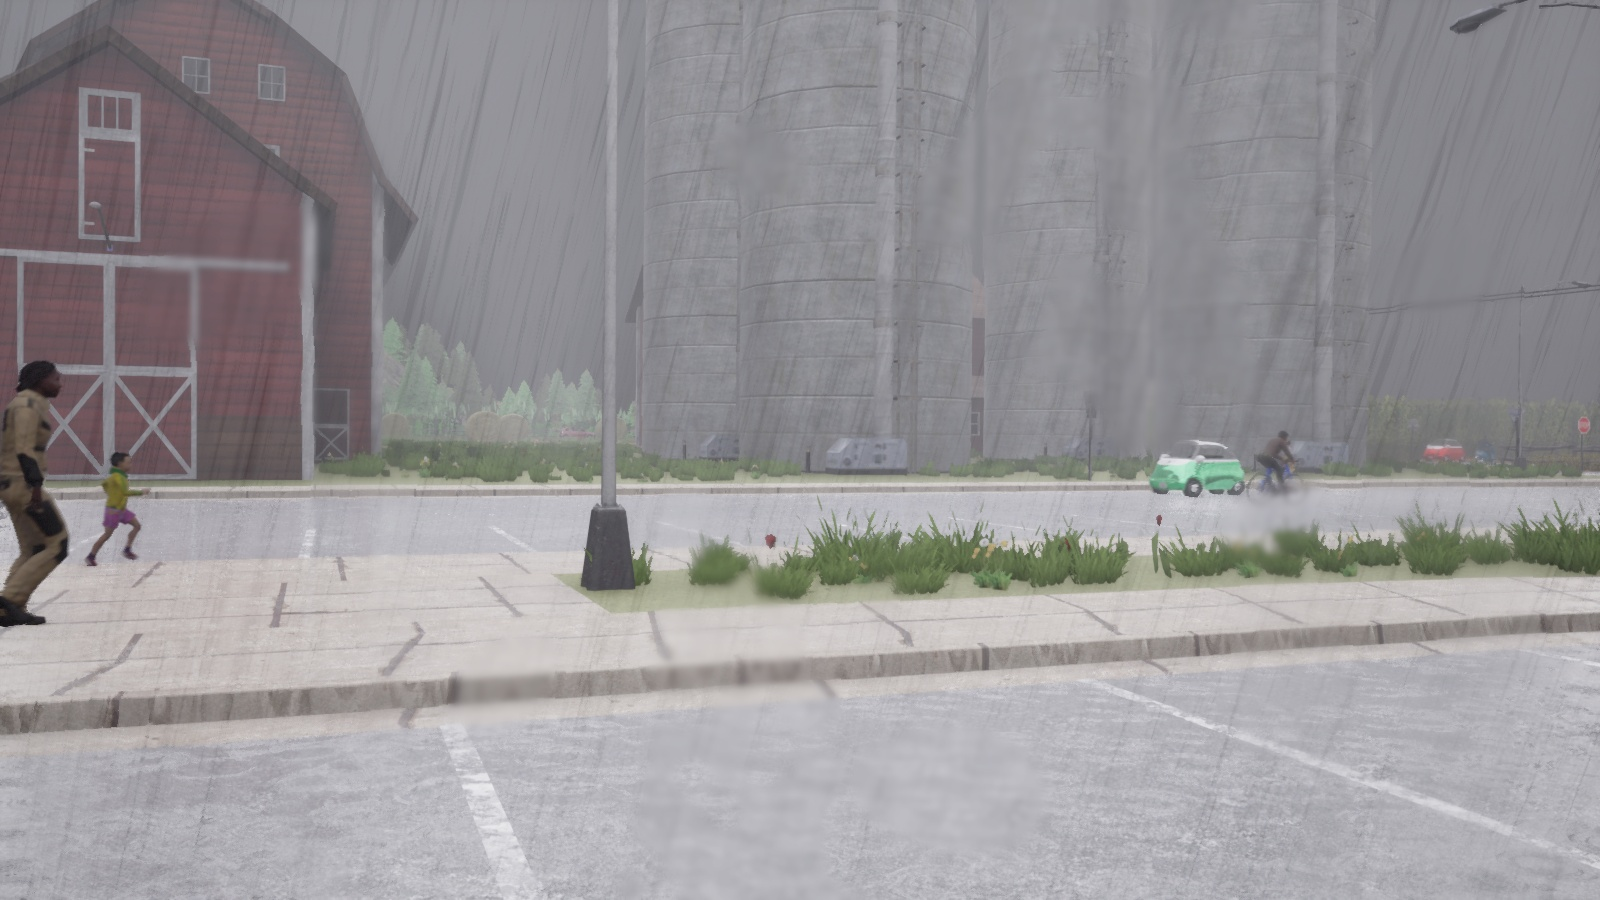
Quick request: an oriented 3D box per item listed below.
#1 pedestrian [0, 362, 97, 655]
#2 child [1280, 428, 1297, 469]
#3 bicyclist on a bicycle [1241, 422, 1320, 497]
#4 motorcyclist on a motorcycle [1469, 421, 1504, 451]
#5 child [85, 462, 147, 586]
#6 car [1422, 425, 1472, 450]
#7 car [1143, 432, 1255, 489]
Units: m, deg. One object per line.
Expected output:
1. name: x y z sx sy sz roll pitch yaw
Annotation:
1. pedestrian: -5.203 0.380 8.525 0.692 1.930 0.396 -1 1 -34
2. child: 15.042 -0.055 38.680 0.437 1.263 0.270 -1 1 -26
3. bicyclist on a bicycle: 10.632 0.186 27.783 1.656 1.620 0.582 -1 1 -21
4. motorcyclist on a motorcycle: 37.807 -0.775 69.117 1.817 1.590 0.866 -1 2 -31
5. child: -6.626 0.707 12.171 0.473 1.160 0.299 -1 1 -21
6. car: 37.444 -0.729 72.721 2.207 1.376 1.481 0 1 -20
7. car: 9.914 0.240 31.262 2.207 1.376 1.481 -1 1 -21
